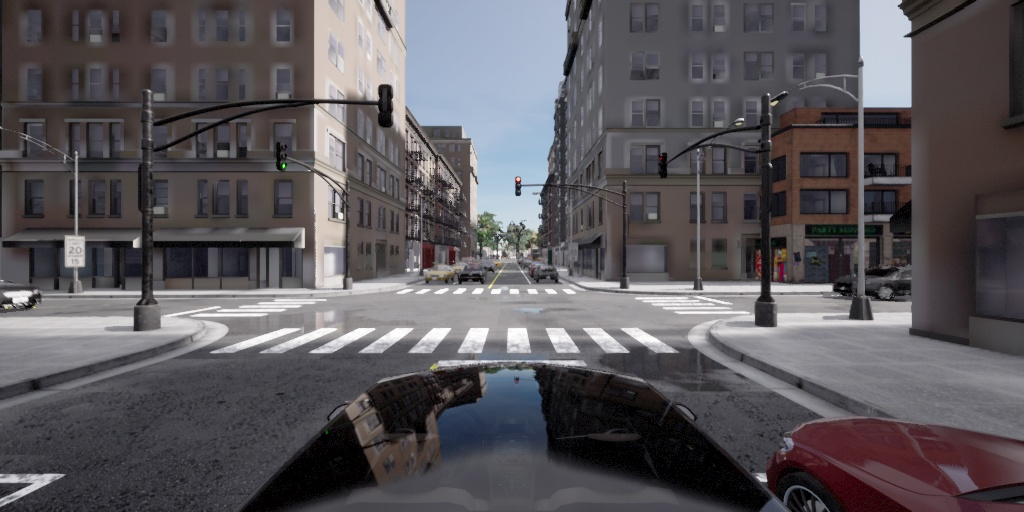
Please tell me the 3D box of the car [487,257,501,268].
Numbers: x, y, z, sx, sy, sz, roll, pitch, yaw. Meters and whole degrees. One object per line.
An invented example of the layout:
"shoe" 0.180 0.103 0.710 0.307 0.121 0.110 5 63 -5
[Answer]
"car" -2.875 1.243 62.350 1.882 1.535 5.008 0 0 0

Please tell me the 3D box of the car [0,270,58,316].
"car" -20.141 1.323 12.907 4.902 1.511 2.128 0 0 0

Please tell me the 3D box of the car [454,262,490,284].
"car" -2.884 1.351 26.689 1.895 1.301 4.718 0 0 -1

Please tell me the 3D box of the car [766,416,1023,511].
"car" 2.640 1.332 0.796 1.802 1.307 4.207 0 0 0

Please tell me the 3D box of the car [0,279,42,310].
"car" -5.399 1.065 0.780 2.192 1.841 5.009 0 0 0

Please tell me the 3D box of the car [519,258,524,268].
"car" 2.528 1.304 55.213 2.007 1.370 4.403 0 0 0

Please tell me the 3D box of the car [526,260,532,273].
"car" 2.573 1.296 33.286 1.888 1.381 4.507 0 0 0

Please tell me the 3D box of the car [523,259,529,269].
"car" 2.562 1.302 38.768 2.007 1.370 4.403 0 0 0

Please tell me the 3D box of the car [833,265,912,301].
"car" 17.175 1.169 15.983 4.892 1.490 1.837 0 0 0

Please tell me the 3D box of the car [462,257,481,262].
"car" -5.497 1.067 44.233 2.192 1.841 5.009 0 0 0

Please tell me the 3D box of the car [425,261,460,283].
"car" -5.468 1.276 27.618 1.751 1.417 4.829 0 0 0

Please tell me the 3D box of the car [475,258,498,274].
"car" -2.930 1.257 42.210 1.837 1.490 4.892 0 0 0

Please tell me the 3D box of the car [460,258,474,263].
"car" -5.487 1.277 38.581 1.751 1.417 4.829 0 0 0

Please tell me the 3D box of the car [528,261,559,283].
"car" 2.584 1.301 27.804 2.007 1.370 4.403 0 0 0
